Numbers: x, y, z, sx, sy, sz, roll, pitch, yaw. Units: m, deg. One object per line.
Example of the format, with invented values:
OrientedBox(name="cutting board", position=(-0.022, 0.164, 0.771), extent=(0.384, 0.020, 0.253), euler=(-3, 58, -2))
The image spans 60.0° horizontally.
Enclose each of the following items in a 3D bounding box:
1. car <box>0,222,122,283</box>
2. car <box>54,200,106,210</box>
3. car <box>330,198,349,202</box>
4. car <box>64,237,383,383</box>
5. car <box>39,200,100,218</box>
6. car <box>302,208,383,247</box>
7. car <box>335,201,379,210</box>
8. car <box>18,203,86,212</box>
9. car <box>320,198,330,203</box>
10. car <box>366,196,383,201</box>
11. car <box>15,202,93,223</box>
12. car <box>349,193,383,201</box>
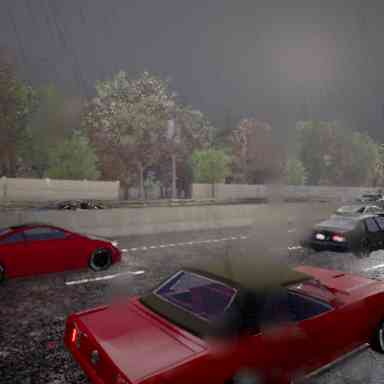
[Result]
OrientedBox(name="car", position=(-4.136, 1.560, 9.395), extent=(4.181, 1.385, 1.994), euler=(0, 0, -36))
OrientedBox(name="car", position=(-8.495, 1.495, 23.730), extent=(4.892, 1.490, 1.837), euler=(0, 0, -35))
OrientedBox(name="car", position=(23.574, 1.574, 50.853), extent=(4.181, 1.385, 1.994), euler=(0, 0, -35))
OrientedBox(name="car", position=(0.969, 1.599, 4.435), extent=(4.718, 1.301, 1.895), euler=(0, 0, -36))
OrientedBox(name="car", position=(-11.146, 1.492, 30.437), extent=(4.892, 1.490, 1.837), euler=(0, 0, -35))
OrientedBox(name="car", position=(6.333, 1.542, 12.568), extent=(5.357, 1.411, 2.033), euler=(0, 0, -35))
OrientedBox(name="car", position=(10.132, 1.484, 19.577), extent=(4.902, 1.511, 2.128), euler=(0, 0, -36))
OrientedBox(name="car", position=(-8.704, 1.556, 19.279), extent=(4.181, 1.385, 1.994), euler=(0, 0, -35))
OrientedBox(name="car", position=(23.146, 1.614, 54.824), extent=(4.718, 1.301, 1.895), euler=(0, 0, -35))
OrientedBox(name="car", position=(25.114, 1.534, 43.379), extent=(4.674, 1.442, 1.812), euler=(0, 0, -35))
OrientedBox(name="car", position=(-10.864, 1.536, 26.342), extent=(5.357, 1.411, 2.033), euler=(0, 0, -36))
OrientedBox(name="car", position=(25.598, 1.231, 47.998), extent=(5.566, 2.045, 2.150), euler=(0, 0, -35))
